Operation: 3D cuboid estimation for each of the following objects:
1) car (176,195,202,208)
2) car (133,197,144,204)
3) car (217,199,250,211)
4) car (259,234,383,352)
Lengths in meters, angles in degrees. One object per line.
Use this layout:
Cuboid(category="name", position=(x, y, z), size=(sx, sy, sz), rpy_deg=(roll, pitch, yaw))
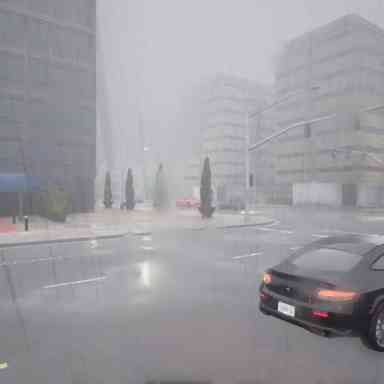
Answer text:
Cuboid(category="car", position=(-0.423, 1.352, 47.574), size=(2.097, 1.767, 4.553), rpy_deg=(0, 0, -35))
Cuboid(category="car", position=(-10.589, 1.565, 62.165), size=(1.994, 1.385, 4.181), rpy_deg=(0, 0, -34))
Cuboid(category="car", position=(4.958, 1.564, 39.895), size=(1.994, 1.385, 4.181), rpy_deg=(0, 0, -35))
Cuboid(category="car", position=(3.247, 1.526, 6.136), size=(4.674, 1.442, 1.812), rpy_deg=(0, 0, -35))
